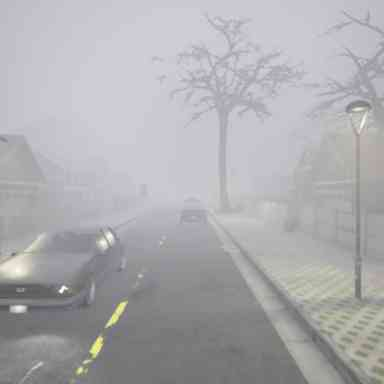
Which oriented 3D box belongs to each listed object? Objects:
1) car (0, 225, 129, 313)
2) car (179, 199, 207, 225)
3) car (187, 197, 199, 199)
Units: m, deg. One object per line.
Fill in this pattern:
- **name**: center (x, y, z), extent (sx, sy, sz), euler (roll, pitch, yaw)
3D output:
- **car**: center (-2.858, 1.554, 8.159), extent (2.033, 1.411, 5.357), euler (0, 0, 0)
- **car**: center (0.088, 1.495, 24.019), extent (1.882, 1.535, 5.008), euler (0, 0, 0)
- **car**: center (0.079, 1.378, 36.766), extent (2.097, 1.767, 4.553), euler (0, 0, 0)
